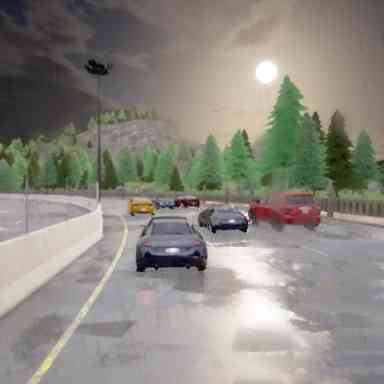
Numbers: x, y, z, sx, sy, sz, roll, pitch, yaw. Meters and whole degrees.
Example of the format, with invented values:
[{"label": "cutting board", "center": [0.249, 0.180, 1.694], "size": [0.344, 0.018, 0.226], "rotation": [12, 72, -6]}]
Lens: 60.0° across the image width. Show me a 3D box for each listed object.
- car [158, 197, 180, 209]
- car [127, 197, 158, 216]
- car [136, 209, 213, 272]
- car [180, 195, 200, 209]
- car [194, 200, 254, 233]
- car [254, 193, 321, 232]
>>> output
[{"label": "car", "center": [-3.457, 1.213, 36.744], "size": [2.033, 1.411, 5.357], "rotation": [0, 1, -21]}, {"label": "car", "center": [-4.563, 1.215, 29.028], "size": [1.882, 1.535, 5.008], "rotation": [0, 1, -16]}, {"label": "car", "center": [-0.720, 1.466, 10.605], "size": [1.994, 1.385, 4.181], "rotation": [0, 1, -6]}, {"label": "car", "center": [-0.692, 1.119, 39.084], "size": [1.882, 1.535, 5.008], "rotation": [0, 0, -21]}, {"label": "car", "center": [1.610, 1.391, 18.469], "size": [1.994, 1.385, 4.181], "rotation": [0, 1, -10]}, {"label": "car", "center": [5.105, 1.040, 19.042], "size": [2.150, 2.045, 5.566], "rotation": [0, 1, -11]}]
